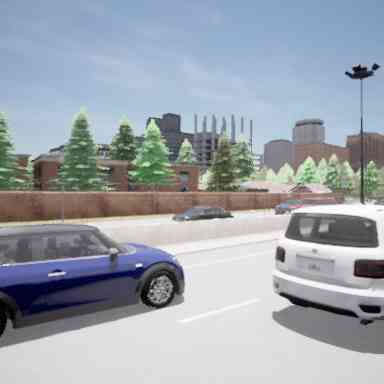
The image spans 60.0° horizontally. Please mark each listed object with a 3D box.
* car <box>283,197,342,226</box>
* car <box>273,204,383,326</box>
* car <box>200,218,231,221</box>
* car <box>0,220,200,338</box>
[{"bbox_3d":[9.713,1.439,26.621,5.566,2.045,2.150,1,-1,-43],"label":"car"},{"bbox_3d":[4.017,1.278,7.007,5.566,2.045,2.150,0,0,-40],"label":"car"},{"bbox_3d":[0.797,1.709,23.062,4.892,1.490,1.837,1,-1,-43],"label":"car"},{"bbox_3d":[-2.348,1.416,6.537,4.553,1.767,2.097,0,-1,-36],"label":"car"}]
